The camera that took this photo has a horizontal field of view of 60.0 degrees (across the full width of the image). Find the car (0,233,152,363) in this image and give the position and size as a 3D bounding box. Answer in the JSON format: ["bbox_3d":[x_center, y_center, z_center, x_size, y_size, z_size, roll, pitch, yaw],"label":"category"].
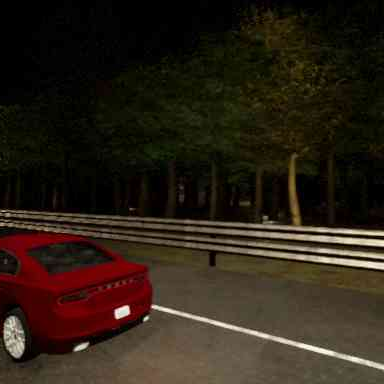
[{"bbox_3d":[-2.969,1.496,5.988,5.008,1.535,1.882,0,0,35],"label":"car"}]
